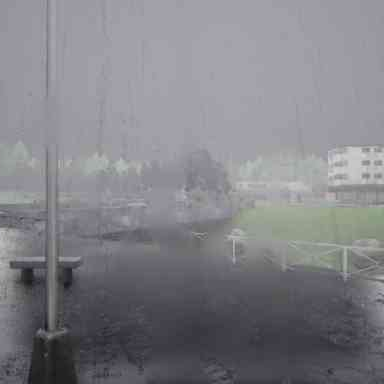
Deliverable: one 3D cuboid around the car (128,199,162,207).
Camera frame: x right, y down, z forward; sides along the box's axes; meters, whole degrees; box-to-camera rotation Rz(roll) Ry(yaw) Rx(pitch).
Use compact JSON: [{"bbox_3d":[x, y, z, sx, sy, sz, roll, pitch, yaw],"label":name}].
[{"bbox_3d":[-5.798,1.601,42.170,1.895,1.301,4.718,0,0,36],"label":"car"}]
